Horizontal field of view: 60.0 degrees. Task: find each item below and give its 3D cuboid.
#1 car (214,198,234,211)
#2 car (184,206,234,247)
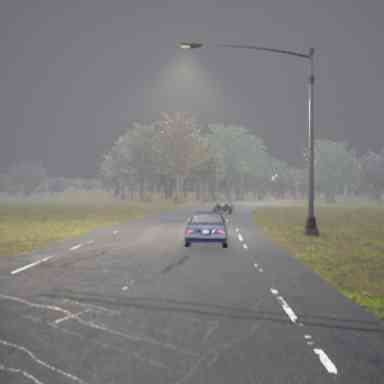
[{"bbox_3d":[3.741,1.531,38.798,2.097,1.767,4.553,0,0,10],"label":"car"},{"bbox_3d":[0.721,1.614,15.521,2.033,1.411,5.357,0,0,4],"label":"car"}]
